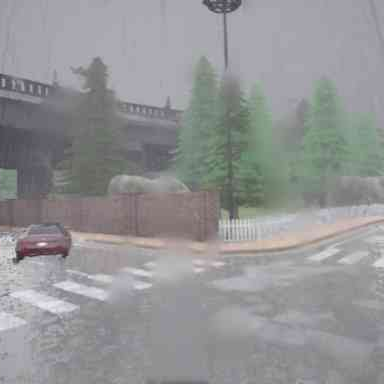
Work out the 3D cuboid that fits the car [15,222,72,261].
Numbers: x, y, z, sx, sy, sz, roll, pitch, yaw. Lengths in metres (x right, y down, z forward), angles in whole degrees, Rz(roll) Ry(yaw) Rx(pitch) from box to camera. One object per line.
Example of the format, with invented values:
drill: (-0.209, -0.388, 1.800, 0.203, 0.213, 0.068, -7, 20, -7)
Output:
car: (-6.429, 2.032, 14.627, 1.994, 1.385, 4.181, -1, -1, -20)
